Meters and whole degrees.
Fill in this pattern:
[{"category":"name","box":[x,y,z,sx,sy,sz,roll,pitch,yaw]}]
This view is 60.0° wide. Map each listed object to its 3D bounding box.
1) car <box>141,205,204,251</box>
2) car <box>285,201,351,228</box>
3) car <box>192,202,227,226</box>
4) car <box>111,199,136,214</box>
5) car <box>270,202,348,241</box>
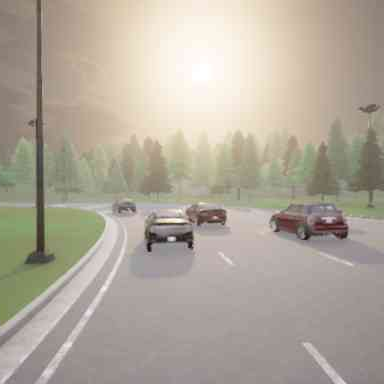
[{"category":"car","box":[-1.106,1.465,14.238,2.128,1.511,4.902,0,0,-9]},{"category":"car","box":[8.111,1.407,21.985,1.812,1.442,4.674,0,0,-13]},{"category":"car","box":[0.798,1.417,22.626,1.882,1.535,5.008,0,0,-14]},{"category":"car","box":[-7.331,1.478,35.562,1.837,1.490,4.892,0,-1,-24]},{"category":"car","box":[5.601,1.268,16.533,2.097,1.767,4.553,-1,0,-10]}]
